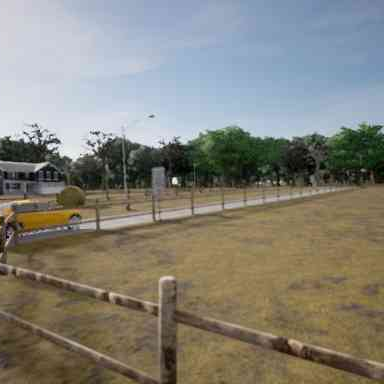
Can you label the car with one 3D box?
[{"bbox_3d":[-7.052,1.114,14.583,1.882,1.535,5.008,-4,0,27],"label":"car"}]
